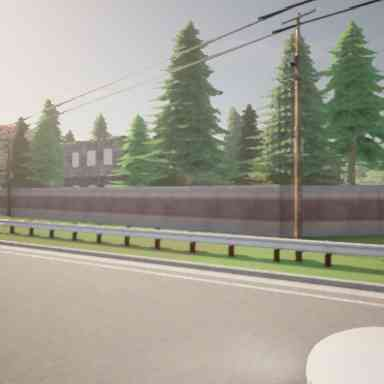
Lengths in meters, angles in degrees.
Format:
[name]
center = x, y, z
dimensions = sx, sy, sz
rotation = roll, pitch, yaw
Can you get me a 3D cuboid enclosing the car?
[car]
center = 3.028, 1.525, 1.815
dimensions = 4.674, 1.442, 1.812
rotation = 0, 0, 35
